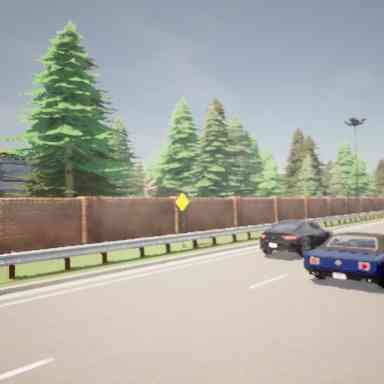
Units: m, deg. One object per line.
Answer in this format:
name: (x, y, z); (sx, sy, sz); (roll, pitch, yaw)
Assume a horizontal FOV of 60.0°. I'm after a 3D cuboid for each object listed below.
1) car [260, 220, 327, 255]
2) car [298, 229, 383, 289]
car: (4.703, 1.926, 14.526); (1.812, 1.442, 4.674); (-3, -3, 43)
car: (5.213, 1.841, 9.959); (1.895, 1.301, 4.718); (-3, -3, 43)
